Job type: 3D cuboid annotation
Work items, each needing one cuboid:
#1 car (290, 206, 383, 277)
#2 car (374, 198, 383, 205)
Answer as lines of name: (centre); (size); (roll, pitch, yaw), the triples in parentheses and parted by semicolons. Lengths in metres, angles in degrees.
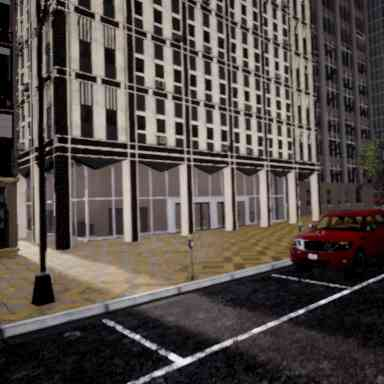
car: (5.413, 1.558, 11.326); (5.009, 1.841, 2.192); (0, -3, -41)
car: (37.845, 2.235, 69.781); (2.192, 1.841, 5.009); (1, -2, -39)
